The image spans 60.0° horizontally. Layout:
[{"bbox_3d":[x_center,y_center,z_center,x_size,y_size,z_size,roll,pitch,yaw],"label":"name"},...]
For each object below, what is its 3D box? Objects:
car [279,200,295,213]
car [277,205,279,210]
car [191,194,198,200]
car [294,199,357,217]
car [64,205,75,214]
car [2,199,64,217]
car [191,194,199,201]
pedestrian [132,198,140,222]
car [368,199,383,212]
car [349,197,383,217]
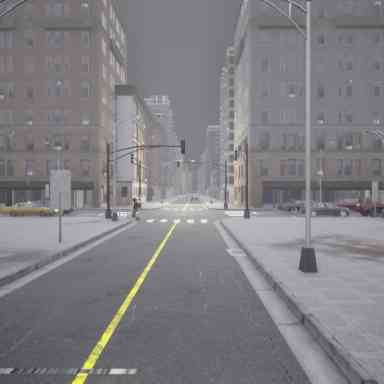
[{"bbox_3d":[12.178,1.601,35.589,4.718,1.301,1.895,0,0,-2],"label":"car"},{"bbox_3d":[12.082,1.533,38.128,4.507,1.381,1.887,0,0,1],"label":"car"},{"bbox_3d":[0.738,1.396,90.518,1.812,1.442,4.674,0,0,0],"label":"car"},{"bbox_3d":[12.009,1.577,30.104,4.403,1.369,2.008,0,0,1],"label":"car"},{"bbox_3d":[-14.095,1.514,32.866,4.892,1.490,1.837,0,0,-1],"label":"car"},{"bbox_3d":[-14.666,1.546,30.344,4.829,1.417,1.752,0,0,1],"label":"car"},{"bbox_3d":[0.657,1.547,80.514,1.812,1.442,4.674,0,0,0],"label":"car"},{"bbox_3d":[-4.199,1.294,24.453,0.375,1.860,0.375,0,0,0],"label":"pedestrian"},{"bbox_3d":[22.900,1.542,38.031,4.403,1.369,2.008,0,0,1],"label":"car"},{"bbox_3d":[17.418,1.342,30.054,5.009,1.841,2.192,0,0,1],"label":"car"}]
